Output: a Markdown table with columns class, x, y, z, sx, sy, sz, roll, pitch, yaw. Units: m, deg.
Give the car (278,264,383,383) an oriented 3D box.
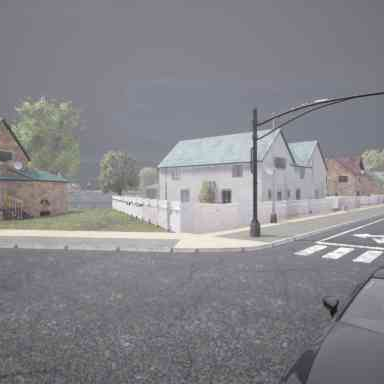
| class | x | y | z | sx | sy | sz | roll | pitch | yaw |
| --- | --- | --- | --- | --- | --- | --- | --- | --- | --- |
| car | 2.526 | 1.524 | 3.407 | 1.812 | 1.442 | 4.674 | 0 | 0 | 42 |
